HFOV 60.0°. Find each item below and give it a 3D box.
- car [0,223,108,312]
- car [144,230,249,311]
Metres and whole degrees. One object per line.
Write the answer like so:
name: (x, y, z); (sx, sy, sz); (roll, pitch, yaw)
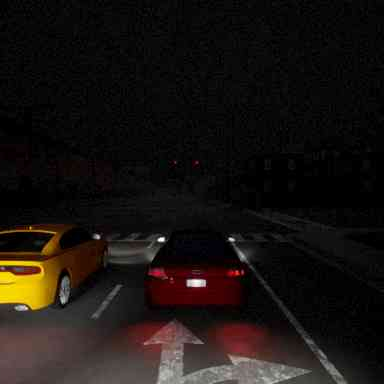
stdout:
car: (-3.385, 1.478, 7.860); (1.882, 1.535, 5.008); (0, 0, 0)
car: (0.107, 1.564, 7.828); (1.994, 1.385, 4.181); (0, 0, 1)
